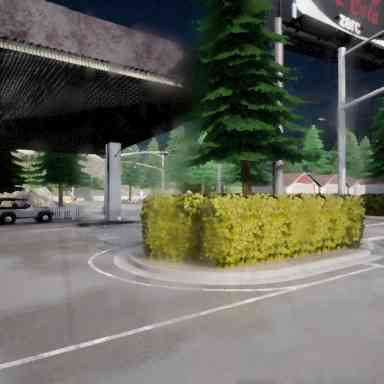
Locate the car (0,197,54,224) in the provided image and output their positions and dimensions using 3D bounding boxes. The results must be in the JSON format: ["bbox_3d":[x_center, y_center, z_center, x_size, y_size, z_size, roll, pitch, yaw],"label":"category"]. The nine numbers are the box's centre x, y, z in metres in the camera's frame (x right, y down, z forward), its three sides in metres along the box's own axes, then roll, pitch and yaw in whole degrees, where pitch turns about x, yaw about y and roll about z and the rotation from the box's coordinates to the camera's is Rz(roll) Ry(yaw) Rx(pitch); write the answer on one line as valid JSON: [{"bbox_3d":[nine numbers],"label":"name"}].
[{"bbox_3d":[-11.935,1.313,23.504,3.866,1.878,1.905,0,0,-36],"label":"car"}]
